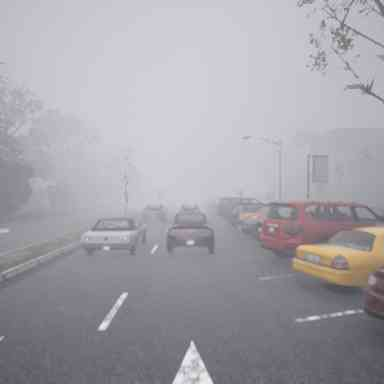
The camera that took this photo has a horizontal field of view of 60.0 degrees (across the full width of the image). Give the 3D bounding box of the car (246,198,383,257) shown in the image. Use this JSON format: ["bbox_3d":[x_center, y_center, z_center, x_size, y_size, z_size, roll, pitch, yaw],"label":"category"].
[{"bbox_3d":[5.049,1.343,11.568,5.566,2.045,2.435,1,-1,-20],"label":"car"}]

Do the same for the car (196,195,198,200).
[{"bbox_3d":[4.494,2.152,74.565,5.566,2.045,2.435,1,0,-20],"label":"car"}]

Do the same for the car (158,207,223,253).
[{"bbox_3d":[-0.068,1.627,14.312,2.128,1.511,4.902,0,0,0],"label":"car"}]

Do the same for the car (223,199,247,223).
[{"bbox_3d":[4.896,1.590,23.549,4.553,1.767,2.185,1,-1,-20],"label":"car"}]

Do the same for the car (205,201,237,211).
[{"bbox_3d":[4.688,2.211,53.559,4.674,1.452,2.002,1,-1,-20],"label":"car"}]

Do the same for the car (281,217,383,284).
[{"bbox_3d":[5.215,1.566,8.617,5.366,1.575,1.946,1,-1,-20],"label":"car"}]

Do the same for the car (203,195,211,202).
[{"bbox_3d":[4.761,1.717,41.545,5.566,2.045,2.435,1,-1,-20],"label":"car"}]

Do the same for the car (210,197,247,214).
[{"bbox_3d":[4.905,1.539,29.577,5.566,2.045,2.435,1,-1,-20],"label":"car"}]

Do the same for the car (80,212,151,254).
[{"bbox_3d":[-3.068,1.734,14.098,1.895,1.301,4.718,0,-1,0],"label":"car"}]

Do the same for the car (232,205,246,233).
[{"bbox_3d":[4.981,1.653,17.553,4.892,1.521,2.231,1,0,-20],"label":"car"}]

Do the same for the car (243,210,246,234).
[{"bbox_3d":[5.023,1.652,14.569,4.792,1.488,2.163,1,-1,-20],"label":"car"}]

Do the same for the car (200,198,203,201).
[{"bbox_3d":[4.639,2.328,62.583,4.792,1.488,2.163,1,-1,-20],"label":"car"}]

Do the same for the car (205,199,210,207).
[{"bbox_3d":[4.632,1.914,38.489,5.366,1.575,1.946,1,-1,-20],"label":"car"}]

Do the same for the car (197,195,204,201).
[{"bbox_3d":[4.618,2.081,65.585,5.566,2.045,2.435,1,-1,-20],"label":"car"}]

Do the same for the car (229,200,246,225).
[{"bbox_3d":[4.983,1.558,20.564,4.553,1.767,2.185,1,0,-20],"label":"car"}]

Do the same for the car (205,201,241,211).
[{"bbox_3d":[4.702,2.122,50.560,5.008,1.535,2.097,1,-1,-20],"label":"car"}]

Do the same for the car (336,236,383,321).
[{"bbox_3d":[5.052,1.579,5.548,4.674,1.452,2.002,1,-1,-20],"label":"car"}]

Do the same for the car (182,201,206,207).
[{"bbox_3d":[-0.188,1.796,29.327,2.128,1.511,4.902,0,-1,0],"label":"car"}]

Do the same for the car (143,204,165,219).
[{"bbox_3d":[-3.188,1.797,29.307,2.128,1.511,4.902,0,-1,0],"label":"car"}]
